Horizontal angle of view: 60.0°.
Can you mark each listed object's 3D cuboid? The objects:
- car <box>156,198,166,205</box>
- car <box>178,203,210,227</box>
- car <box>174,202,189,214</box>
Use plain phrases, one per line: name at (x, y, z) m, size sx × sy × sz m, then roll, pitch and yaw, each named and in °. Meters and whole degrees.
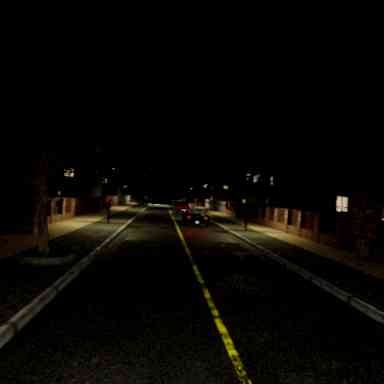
car at (-6.797, 2.041, 72.740) m, size 1.895 × 1.301 × 4.718 m, roll 4°, pitch -1°, yaw -5°
car at (0.204, 1.886, 25.993) m, size 1.895 × 1.301 × 4.718 m, roll 4°, pitch -1°, yaw -5°
car at (-0.992, 1.887, 39.510) m, size 1.812 × 1.442 × 4.674 m, roll 4°, pitch -1°, yaw -5°
